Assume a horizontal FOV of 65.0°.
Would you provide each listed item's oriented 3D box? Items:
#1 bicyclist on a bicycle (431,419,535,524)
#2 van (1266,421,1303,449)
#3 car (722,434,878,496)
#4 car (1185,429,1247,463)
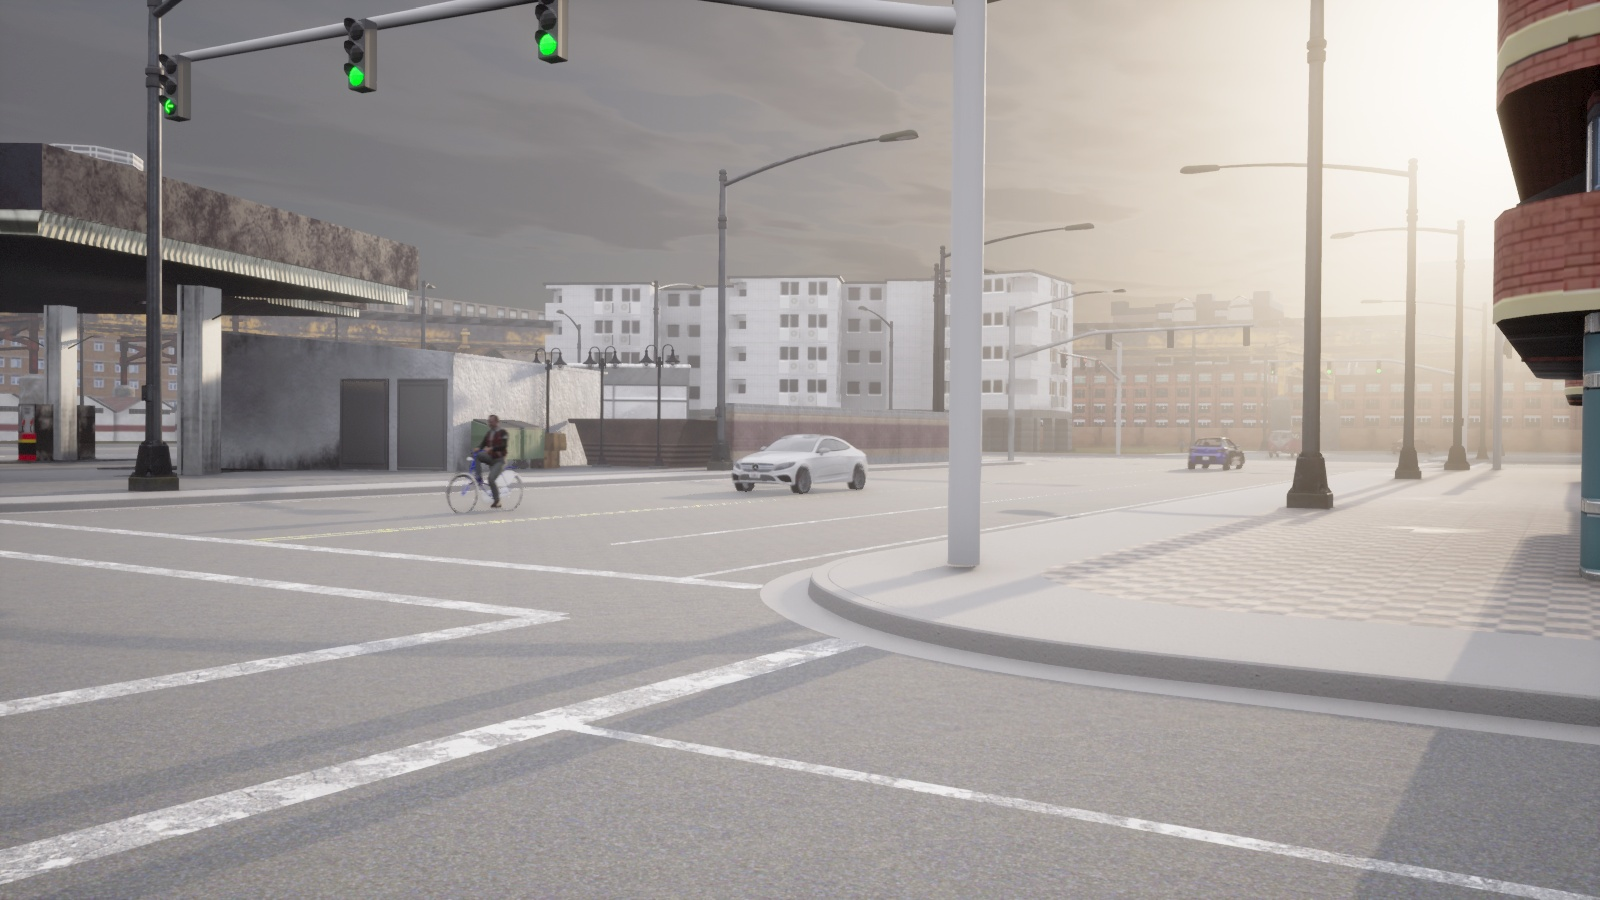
[{"bbox_3d":[-5.591,0.349,22.233,0.659,1.776,1.843,0,1,31],"label":"bicyclist on a bicycle"},{"bbox_3d":[35.150,-1.077,91.048,1.775,1.987,4.442,0,1,31],"label":"van"},{"bbox_3d":[0.100,0.321,31.845,1.812,1.442,4.674,0,1,31],"label":"car"},{"bbox_3d":[18.760,-0.196,56.503,1.816,1.474,4.193,0,1,30],"label":"car"}]
